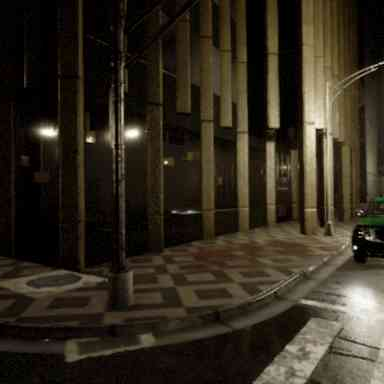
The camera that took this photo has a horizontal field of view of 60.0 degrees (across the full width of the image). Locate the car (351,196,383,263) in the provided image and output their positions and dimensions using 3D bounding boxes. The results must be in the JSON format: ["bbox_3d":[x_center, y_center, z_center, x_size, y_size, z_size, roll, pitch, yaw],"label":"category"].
[{"bbox_3d":[7.026,1.170,11.228,2.150,2.045,5.566,-1,0,37],"label":"car"}]
